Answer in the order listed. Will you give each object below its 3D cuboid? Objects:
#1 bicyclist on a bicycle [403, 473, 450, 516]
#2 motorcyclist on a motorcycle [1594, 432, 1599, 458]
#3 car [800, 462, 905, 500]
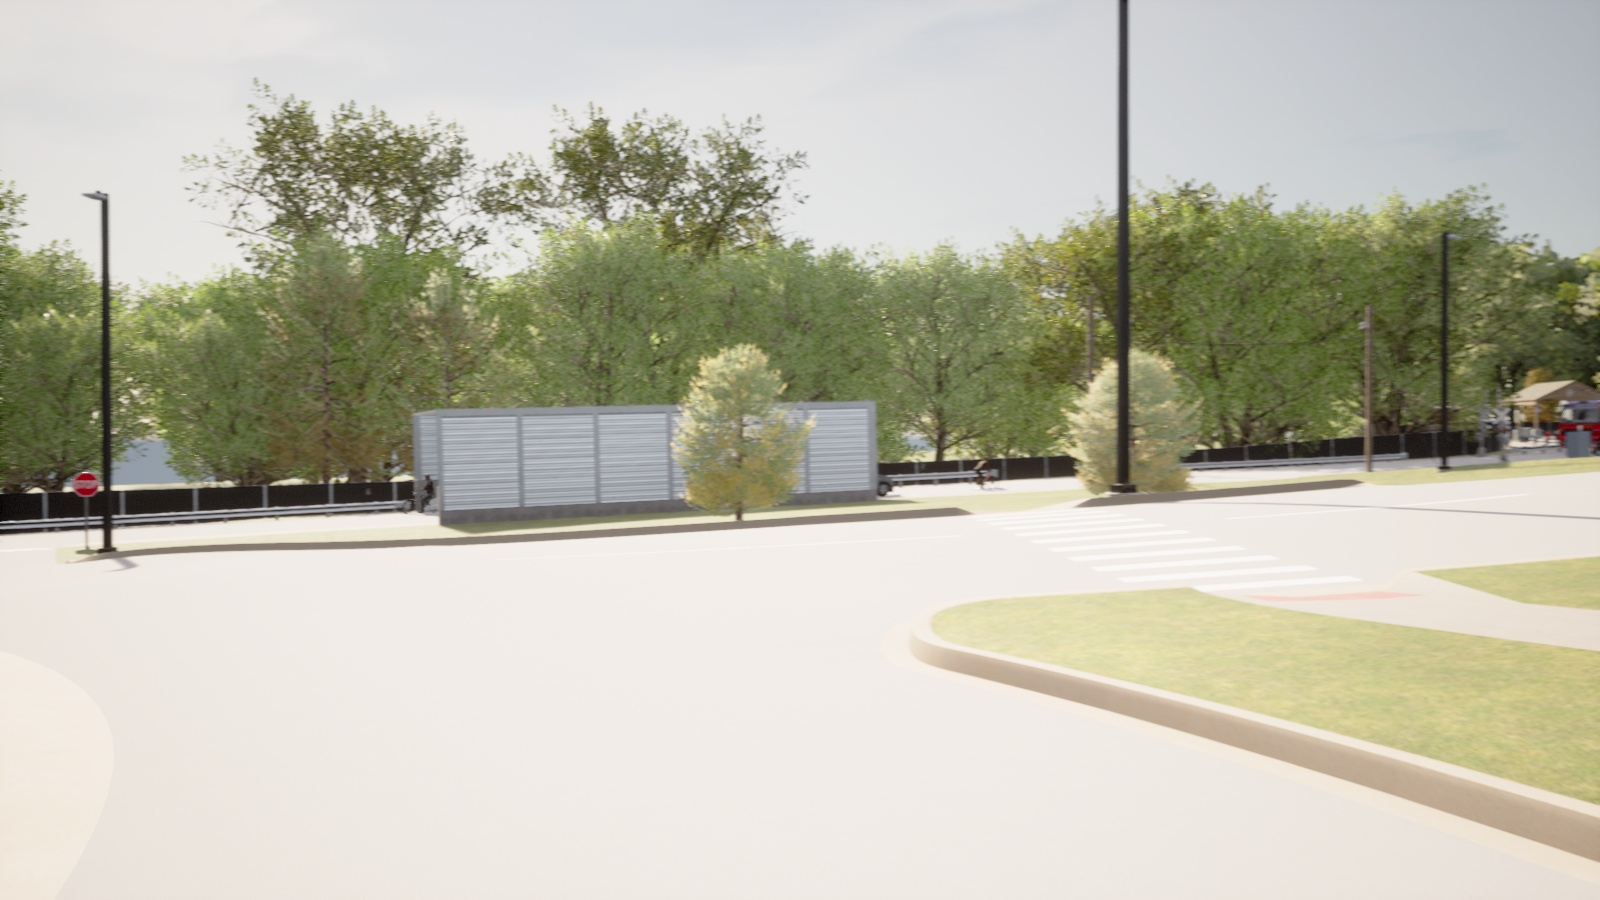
[{"bbox_3d":[-16.265,1.917,54.716,1.843,1.776,0.659,-2,1,-27],"label":"bicyclist on a bicycle"},{"bbox_3d":[52.286,-0.370,80.869,2.350,1.649,0.766,-2,2,-25],"label":"motorcyclist on a motorcycle"},{"bbox_3d":[2.478,1.423,59.298,4.514,1.525,2.007,-2,2,-24],"label":"car"}]
